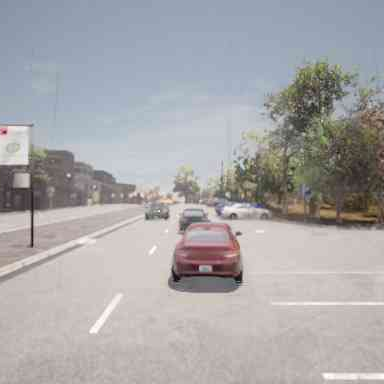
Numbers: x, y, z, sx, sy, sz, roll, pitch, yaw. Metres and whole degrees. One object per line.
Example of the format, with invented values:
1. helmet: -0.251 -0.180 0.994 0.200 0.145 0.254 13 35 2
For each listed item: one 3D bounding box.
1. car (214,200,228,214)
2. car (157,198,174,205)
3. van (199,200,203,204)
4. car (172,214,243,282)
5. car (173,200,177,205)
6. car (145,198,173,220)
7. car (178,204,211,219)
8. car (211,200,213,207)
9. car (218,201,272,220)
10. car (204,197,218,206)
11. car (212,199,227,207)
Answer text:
1. car: 5.104 1.870 34.433 5.008 1.535 2.097 0 -1 0
2. car: -7.339 2.631 92.743 4.553 1.767 2.185 0 -2 0
3. van: 4.810 2.434 89.282 4.442 1.987 1.878 0 -2 0
4. car: 0.529 1.629 9.996 1.812 1.442 4.674 0 -1 5
5. car: -7.531 2.669 89.821 5.366 1.575 1.946 0 -2 0
6. car: -3.234 1.714 31.888 2.097 1.767 4.553 0 -1 0
7. car: 0.108 1.761 21.293 1.812 1.442 4.674 0 0 0
8. car: 5.098 1.987 40.982 4.674 1.452 2.002 0 -1 0
9. car: 5.095 1.873 31.285 4.674 1.452 2.002 0 -1 0
10. car: 5.142 2.107 65.318 4.553 1.767 2.185 0 -1 0
11. car: 5.095 1.910 37.707 4.892 1.521 2.231 0 -1 0
